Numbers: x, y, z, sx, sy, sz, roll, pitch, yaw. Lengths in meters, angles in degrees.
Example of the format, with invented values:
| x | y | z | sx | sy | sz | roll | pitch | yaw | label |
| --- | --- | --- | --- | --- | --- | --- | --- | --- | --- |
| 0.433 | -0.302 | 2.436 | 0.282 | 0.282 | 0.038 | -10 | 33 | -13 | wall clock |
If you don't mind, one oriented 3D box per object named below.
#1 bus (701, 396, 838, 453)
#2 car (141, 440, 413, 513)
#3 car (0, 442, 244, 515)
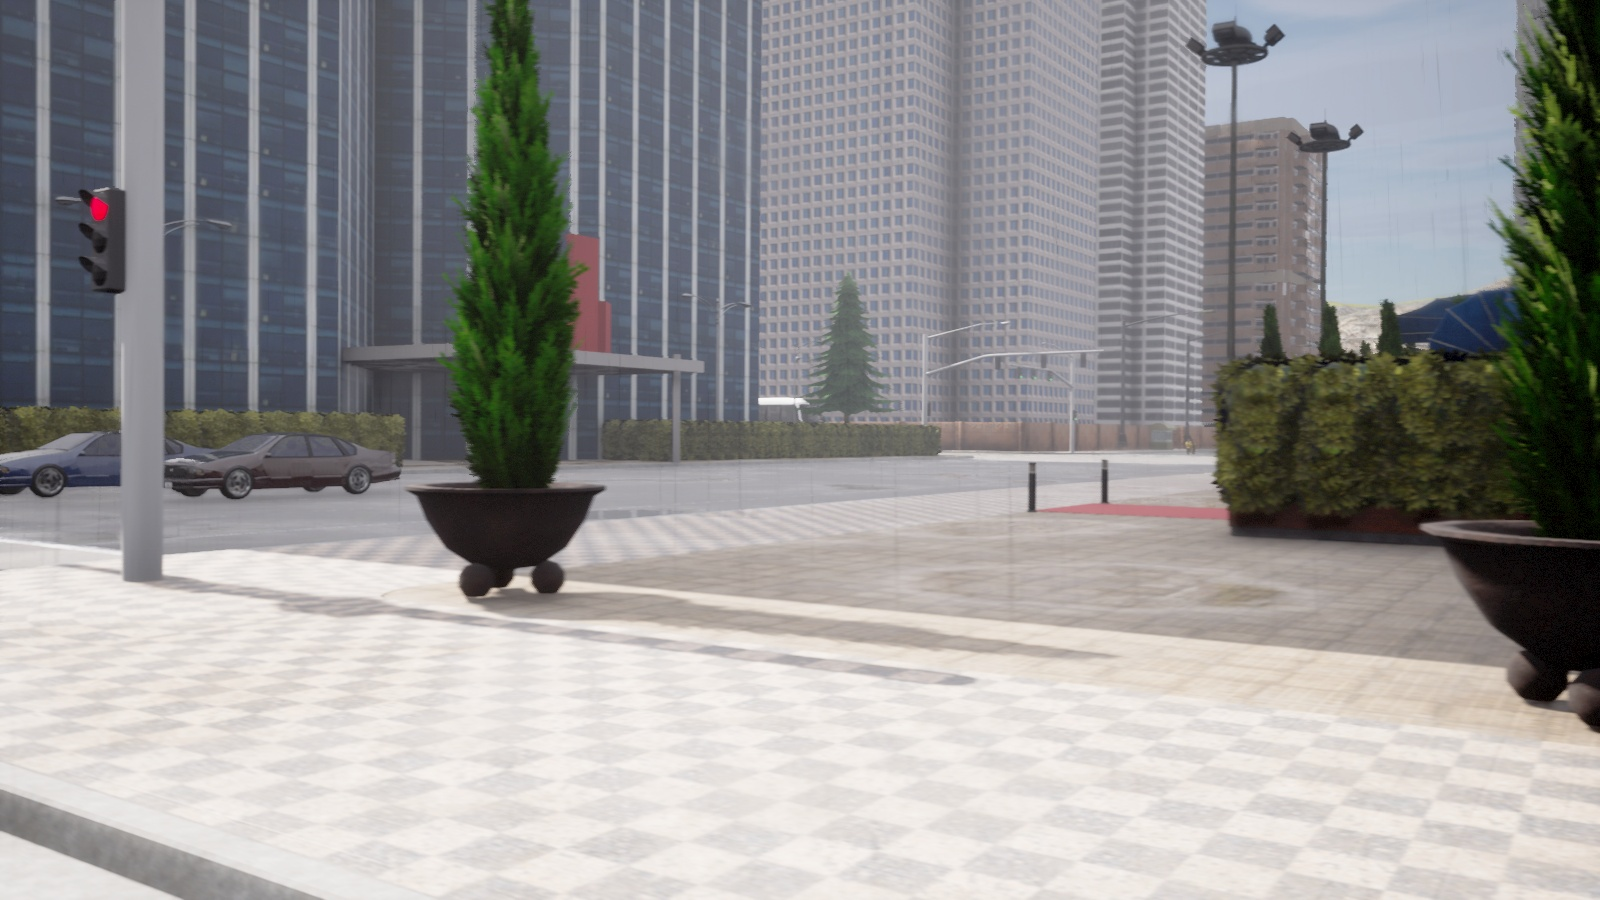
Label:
| x | y | z | sx | sy | sz | roll | pitch | yaw | label |
| --- | --- | --- | --- | --- | --- | --- | --- | --- | --- |
| -2.463 | -1.926 | 98.806 | 10.273 | 4.253 | 3.944 | 0 | 1 | 33 | bus |
| -11.472 | 0.521 | 27.966 | 2.033 | 1.411 | 5.357 | 0 | 1 | 33 | car |
| -15.527 | 0.558 | 28.153 | 2.033 | 1.411 | 5.357 | 0 | 1 | 33 | car |
